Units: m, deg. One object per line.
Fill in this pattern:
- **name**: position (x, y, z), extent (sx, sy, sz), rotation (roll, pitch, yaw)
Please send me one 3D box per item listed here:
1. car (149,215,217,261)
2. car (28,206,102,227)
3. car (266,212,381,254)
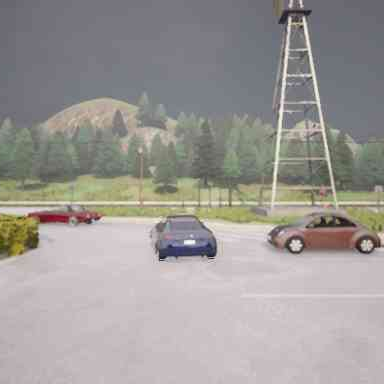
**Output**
- **car**: position (-0.455, 1.533, 12.333), extent (1.994, 1.385, 4.181), rotation (0, 0, -11)
- **car**: position (-8.468, 1.546, 22.057), extent (4.718, 1.301, 1.895), rotation (0, 0, 18)
- **car**: position (4.876, 1.488, 12.650), extent (3.905, 1.438, 1.784), rotation (0, 0, 0)
